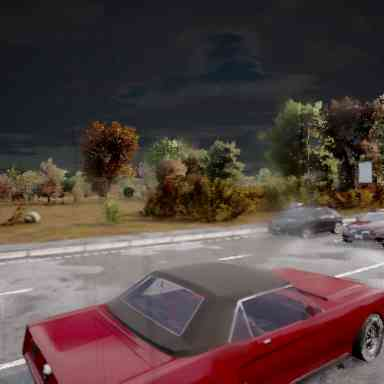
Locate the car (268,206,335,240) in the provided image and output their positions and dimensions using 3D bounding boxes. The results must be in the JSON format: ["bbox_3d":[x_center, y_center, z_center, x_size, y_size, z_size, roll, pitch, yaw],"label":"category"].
[{"bbox_3d":[5.969,1.508,17.205,4.892,1.490,1.837,0,0,-38],"label":"car"}]

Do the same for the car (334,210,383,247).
[{"bbox_3d":[8.510,1.529,14.755,4.674,1.442,1.812,0,0,-38],"label":"car"}]

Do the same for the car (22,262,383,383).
[{"bbox_3d":[0.611,1.602,4.205,4.718,1.301,1.895,0,0,-36],"label":"car"}]
